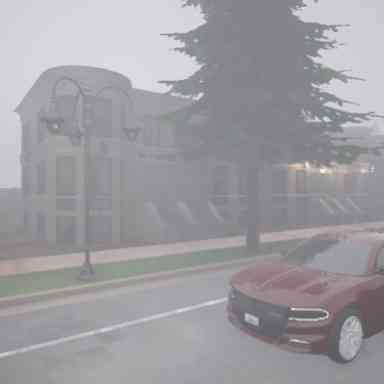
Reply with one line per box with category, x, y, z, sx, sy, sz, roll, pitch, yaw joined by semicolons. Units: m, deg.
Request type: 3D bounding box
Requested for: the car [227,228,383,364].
car;2.856;1.480;6.022;5.008;1.535;1.882;0;0;-35
